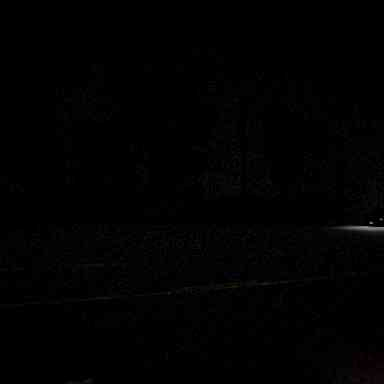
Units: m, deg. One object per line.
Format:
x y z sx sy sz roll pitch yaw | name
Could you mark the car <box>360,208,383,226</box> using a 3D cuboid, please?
15.505 1.984 26.938 5.357 1.411 2.033 1 -2 -42 | car
